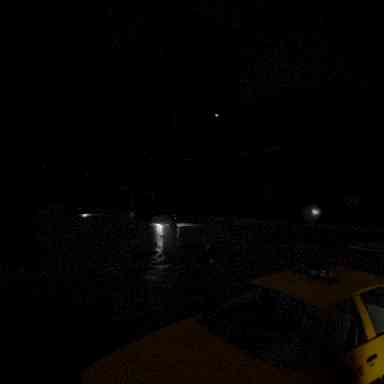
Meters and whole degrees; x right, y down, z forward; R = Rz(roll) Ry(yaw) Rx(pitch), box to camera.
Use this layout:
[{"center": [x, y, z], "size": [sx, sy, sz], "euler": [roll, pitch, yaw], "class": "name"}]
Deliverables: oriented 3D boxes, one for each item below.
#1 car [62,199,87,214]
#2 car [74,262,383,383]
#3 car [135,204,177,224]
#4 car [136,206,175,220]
[{"center": [-16.850, 2.026, 47.557], "size": [2.150, 2.045, 5.566], "euler": [1, -2, -35], "class": "car"}, {"center": [1.162, 1.523, 3.619], "size": [4.829, 1.417, 1.752], "euler": [0, 1, -35], "class": "car"}, {"center": [-3.147, 1.838, 28.266], "size": [1.837, 1.490, 4.892], "euler": [1, -2, -36], "class": "car"}, {"center": [-3.826, 2.096, 34.268], "size": [1.895, 1.301, 4.718], "euler": [1, -2, -36], "class": "car"}]
